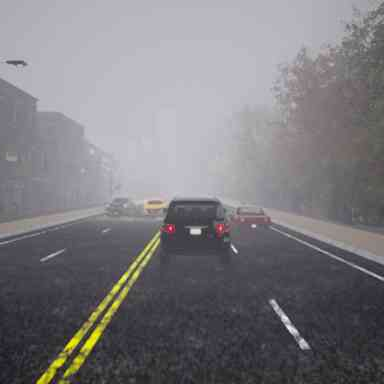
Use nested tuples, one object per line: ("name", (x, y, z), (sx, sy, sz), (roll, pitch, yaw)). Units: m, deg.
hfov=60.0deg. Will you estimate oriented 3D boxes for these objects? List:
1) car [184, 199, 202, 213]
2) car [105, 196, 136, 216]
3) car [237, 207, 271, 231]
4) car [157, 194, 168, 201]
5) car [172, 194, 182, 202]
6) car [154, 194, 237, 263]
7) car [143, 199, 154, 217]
("car", (0.106, 1.493, 36.124), (1.895, 1.301, 4.718), (0, 0, 0))
("car", (-6.589, 1.259, 31.007), (2.097, 1.767, 4.553), (0, 0, 0))
("car", (3.353, 1.540, 20.211), (1.895, 1.301, 4.718), (0, 0, 0))
("car", (-6.489, 1.177, 73.429), (1.882, 1.535, 5.008), (0, 0, 0))
("car", (-3.238, 1.275, 72.043), (1.837, 1.490, 4.892), (0, 0, 0))
("car", (0.103, 1.185, 11.963), (2.150, 2.045, 5.566), (0, 0, 0))
("car", (-3.341, 1.385, 30.723), (1.882, 1.535, 5.008), (0, 0, 0))
